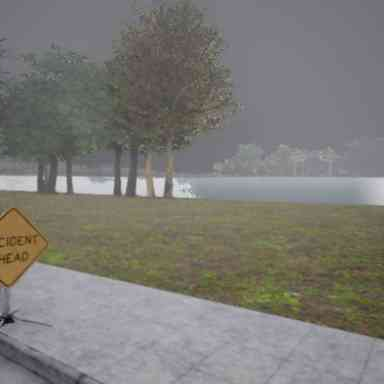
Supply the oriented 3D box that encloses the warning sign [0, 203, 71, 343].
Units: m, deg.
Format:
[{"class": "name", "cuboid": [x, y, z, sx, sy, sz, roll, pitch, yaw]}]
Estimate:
[{"class": "warning sign", "cuboid": [-2.803, 1.125, 5.111, 1.060, 1.860, 1.300, 3, -1, 35]}]
